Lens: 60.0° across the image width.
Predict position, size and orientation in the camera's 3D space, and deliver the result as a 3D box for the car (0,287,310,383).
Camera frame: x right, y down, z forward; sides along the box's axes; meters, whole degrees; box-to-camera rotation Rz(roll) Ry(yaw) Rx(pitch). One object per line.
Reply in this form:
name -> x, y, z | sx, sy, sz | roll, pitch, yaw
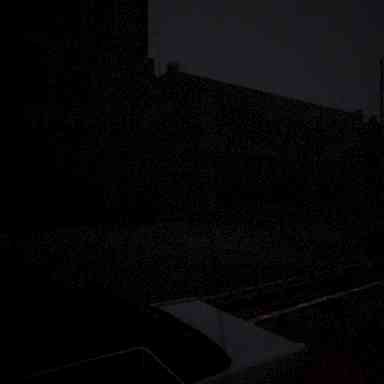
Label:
car -> -1.319, 1.599, 2.437 | 4.718, 1.301, 1.895 | 0, 0, -35
